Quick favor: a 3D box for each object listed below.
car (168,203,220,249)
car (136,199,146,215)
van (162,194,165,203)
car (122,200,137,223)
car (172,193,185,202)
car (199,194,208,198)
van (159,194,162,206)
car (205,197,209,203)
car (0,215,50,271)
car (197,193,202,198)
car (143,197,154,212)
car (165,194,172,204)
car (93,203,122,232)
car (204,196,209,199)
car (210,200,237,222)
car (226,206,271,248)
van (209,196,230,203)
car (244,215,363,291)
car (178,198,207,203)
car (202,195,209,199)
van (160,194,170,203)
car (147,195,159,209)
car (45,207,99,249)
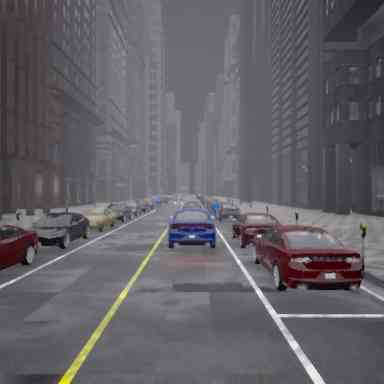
[{"bbox_3d":[0.000,1.484,14.650,1.882,1.535,5.008,0,0,0],"label":"car"},{"bbox_3d":[-5.764,1.587,31.398,1.802,1.307,4.206,0,0,0],"label":"car"},{"bbox_3d":[-5.765,1.367,53.944,1.690,1.788,3.998,0,0,0],"label":"van"},{"bbox_3d":[-5.764,1.568,25.761,1.947,1.339,4.313,0,0,0],"label":"car"},{"bbox_3d":[-3.000,1.572,76.737,1.812,1.442,4.674,0,0,0],"label":"car"},{"bbox_3d":[2.761,1.577,59.595,1.887,1.381,4.507,0,0,0],"label":"car"},{"bbox_3d":[-5.765,1.360,48.308,1.690,1.788,3.998,0,0,0],"label":"van"},{"bbox_3d":[2.761,1.560,37.051,2.008,1.369,4.403,0,0,0],"label":"car"},{"bbox_3d":[-5.764,1.542,8.852,1.887,1.381,4.507,0,0,0],"label":"car"},{"bbox_3d":[2.760,1.362,70.868,2.192,1.841,5.009,0,0,0],"label":"car"},{"bbox_3d":[-5.764,1.575,37.034,1.947,1.339,4.313,0,0,0],"label":"car"},{"bbox_3d":[-5.765,1.354,65.217,2.192,1.841,5.009,0,0,0],"label":"car"},{"bbox_3d":[-5.764,1.525,19.954,1.752,1.417,4.829,0,0,0],"label":"car"},{"bbox_3d":[2.761,1.596,42.687,1.802,1.307,4.206,0,0,0],"label":"car"},{"bbox_3d":[2.761,1.553,25.778,2.008,1.369,4.403,0,0,0],"label":"car"},{"bbox_3d":[2.761,1.543,14.506,1.887,1.381,4.507,0,0,0],"label":"car"},{"bbox_3d":[2.761,1.346,31.414,1.690,1.788,3.998,0,0,0],"label":"van"},{"bbox_3d":[2.761,1.542,8.869,1.887,1.381,4.507,0,0,0],"label":"car"},{"bbox_3d":[0.000,1.568,29.651,2.033,1.411,5.357,0,0,0],"label":"car"},{"bbox_3d":[2.761,1.570,48.323,2.008,1.369,4.403,0,0,0],"label":"car"},{"bbox_3d":[-5.765,1.388,70.853,1.690,1.788,3.998,0,0,0],"label":"van"},{"bbox_3d":[-5.764,1.454,42.671,1.967,1.590,4.097,0,0,0],"label":"car"},{"bbox_3d":[-5.763,1.564,14.488,1.947,1.339,4.313,0,0,0],"label":"car"}]
